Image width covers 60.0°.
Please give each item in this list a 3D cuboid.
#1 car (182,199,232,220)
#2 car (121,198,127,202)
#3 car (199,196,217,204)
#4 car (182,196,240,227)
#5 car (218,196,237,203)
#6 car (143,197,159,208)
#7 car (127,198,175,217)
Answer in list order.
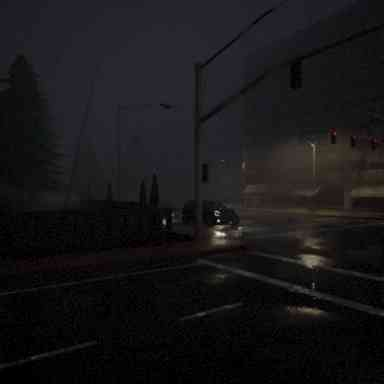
[{"bbox_3d":[1.162,1.460,29.021,1.882,1.535,5.008,0,0,-32],"label":"car"},{"bbox_3d":[-8.138,1.508,41.278,1.812,1.442,4.674,0,0,-14],"label":"car"},{"bbox_3d":[3.095,1.577,63.550,2.033,1.411,5.357,0,0,20],"label":"car"},{"bbox_3d":[1.204,1.327,22.566,2.097,1.767,4.553,0,0,-33],"label":"car"},{"bbox_3d":[7.878,1.574,72.667,1.812,1.442,4.674,0,0,40],"label":"car"},{"bbox_3d":[-5.801,1.486,47.974,2.128,1.511,4.902,0,0,-5],"label":"car"},{"bbox_3d":[-3.898,1.523,30.544,2.033,1.411,5.357,0,0,-30],"label":"car"}]
